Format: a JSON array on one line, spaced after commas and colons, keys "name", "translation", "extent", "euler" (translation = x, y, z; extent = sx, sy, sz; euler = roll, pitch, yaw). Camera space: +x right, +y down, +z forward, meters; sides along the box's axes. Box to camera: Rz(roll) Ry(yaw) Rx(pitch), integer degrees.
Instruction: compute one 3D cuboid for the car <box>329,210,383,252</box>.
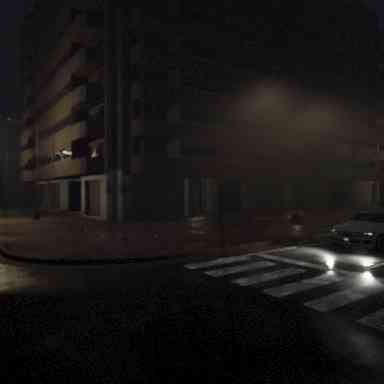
[{"name": "car", "translation": [7.628, 1.472, 13.710], "extent": [4.674, 1.442, 1.812], "euler": [0, 0, -35]}]
